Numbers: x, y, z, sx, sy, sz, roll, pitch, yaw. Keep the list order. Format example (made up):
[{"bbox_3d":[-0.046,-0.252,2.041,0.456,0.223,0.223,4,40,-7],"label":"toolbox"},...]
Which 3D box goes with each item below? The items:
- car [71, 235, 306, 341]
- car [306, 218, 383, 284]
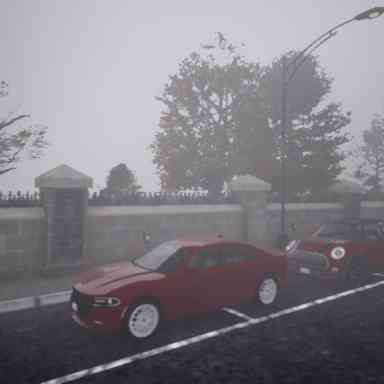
[{"bbox_3d":[-0.016,1.582,6.547,4.507,1.381,1.887,1,0,-35],"label":"car"},{"bbox_3d":[4.567,1.539,9.816,4.097,1.590,1.967,1,0,-35],"label":"car"}]
